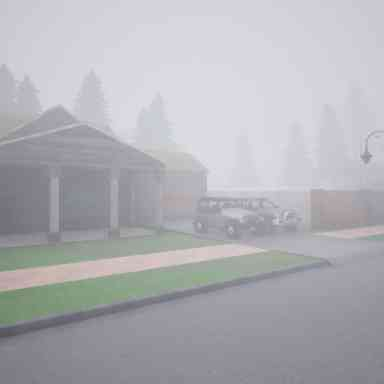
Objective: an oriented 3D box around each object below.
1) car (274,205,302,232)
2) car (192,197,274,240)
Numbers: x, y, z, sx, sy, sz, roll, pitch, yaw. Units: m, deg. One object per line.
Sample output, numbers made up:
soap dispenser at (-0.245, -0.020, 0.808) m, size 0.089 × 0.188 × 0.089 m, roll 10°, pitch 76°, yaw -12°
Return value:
car at (3.494, 1.174, 17.880) m, size 1.932 × 1.855 × 4.605 m, roll 0°, pitch 0°, yaw -36°
car at (1.684, 1.176, 16.093) m, size 1.905 × 1.878 × 3.866 m, roll 0°, pitch 0°, yaw -36°
